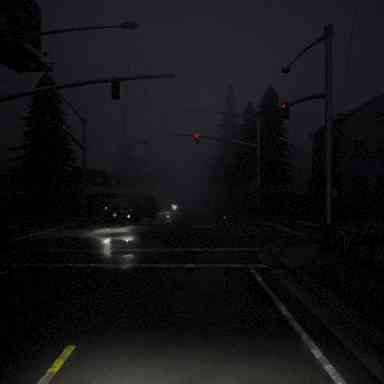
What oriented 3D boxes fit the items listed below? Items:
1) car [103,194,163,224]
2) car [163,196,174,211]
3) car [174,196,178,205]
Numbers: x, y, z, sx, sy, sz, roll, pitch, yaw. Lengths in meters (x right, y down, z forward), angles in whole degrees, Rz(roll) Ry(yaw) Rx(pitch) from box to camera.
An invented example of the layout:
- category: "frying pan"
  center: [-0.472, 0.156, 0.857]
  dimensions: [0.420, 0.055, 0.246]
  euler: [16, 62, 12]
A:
- category: "car"
  center: [-4.337, 1.182, 24.554]
  dimensions: [2.150, 2.045, 5.566]
  euler: [0, 0, 16]
- category: "car"
  center: [-3.587, 1.525, 40.650]
  dimensions: [1.812, 1.442, 4.674]
  euler: [0, 0, 0]
- category: "car"
  center: [-3.512, 1.509, 59.429]
  dimensions: [2.128, 1.511, 4.902]
  euler: [0, 0, 0]
